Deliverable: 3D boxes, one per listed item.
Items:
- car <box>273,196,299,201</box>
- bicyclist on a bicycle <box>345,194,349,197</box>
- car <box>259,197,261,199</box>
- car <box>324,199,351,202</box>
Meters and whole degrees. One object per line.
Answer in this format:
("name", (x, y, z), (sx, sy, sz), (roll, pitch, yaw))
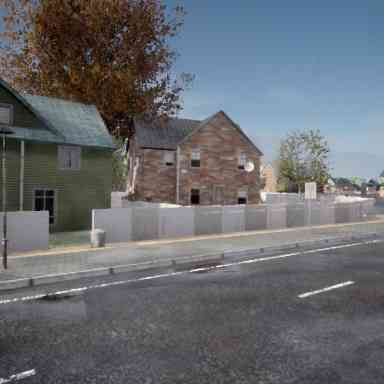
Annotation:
("car", (12.924, 1.010, 46.171), (1.882, 1.535, 5.008), (1, 0, -20))
("bicyclist on a bicycle", (20.152, 1.036, 43.350), (1.656, 1.620, 0.582), (1, 0, -20))
("car", (9.617, 0.978, 55.496), (1.895, 1.301, 4.718), (1, 0, -19))
("car", (16.237, 1.190, 36.845), (1.837, 1.490, 4.892), (1, 1, -20))
